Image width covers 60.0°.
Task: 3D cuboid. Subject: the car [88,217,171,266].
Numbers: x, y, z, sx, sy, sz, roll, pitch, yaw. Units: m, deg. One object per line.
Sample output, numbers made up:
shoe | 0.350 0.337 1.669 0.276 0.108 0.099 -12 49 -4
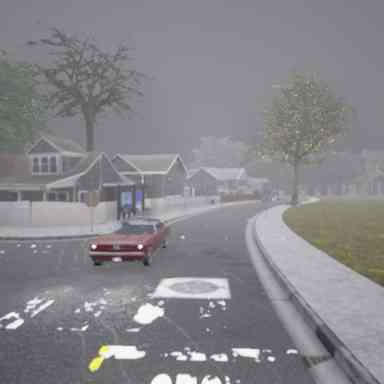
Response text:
car | -2.042 1.665 12.154 1.895 1.301 4.718 -1 1 6
